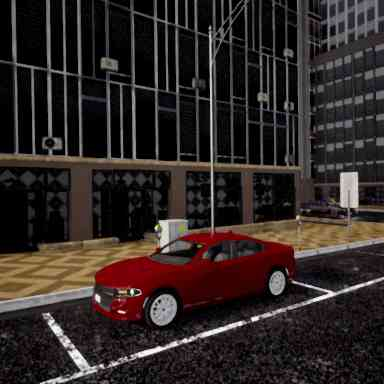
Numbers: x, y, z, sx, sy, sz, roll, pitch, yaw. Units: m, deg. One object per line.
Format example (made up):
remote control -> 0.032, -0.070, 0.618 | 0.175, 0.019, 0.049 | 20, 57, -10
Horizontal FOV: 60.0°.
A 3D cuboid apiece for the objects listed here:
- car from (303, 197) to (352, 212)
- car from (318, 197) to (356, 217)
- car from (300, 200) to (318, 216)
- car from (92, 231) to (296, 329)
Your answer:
car -> 14.898, 1.273, 36.726 | 1.752, 1.417, 4.829 | -1, 1, -35
car -> 12.093, 1.420, 30.646 | 2.033, 1.411, 5.357 | -1, 1, -35
car -> 8.904, 1.450, 30.775 | 2.008, 1.369, 4.403 | -1, 1, -35
car -> 0.246, 1.543, 6.900 | 4.507, 1.381, 1.887 | 0, -1, -35
